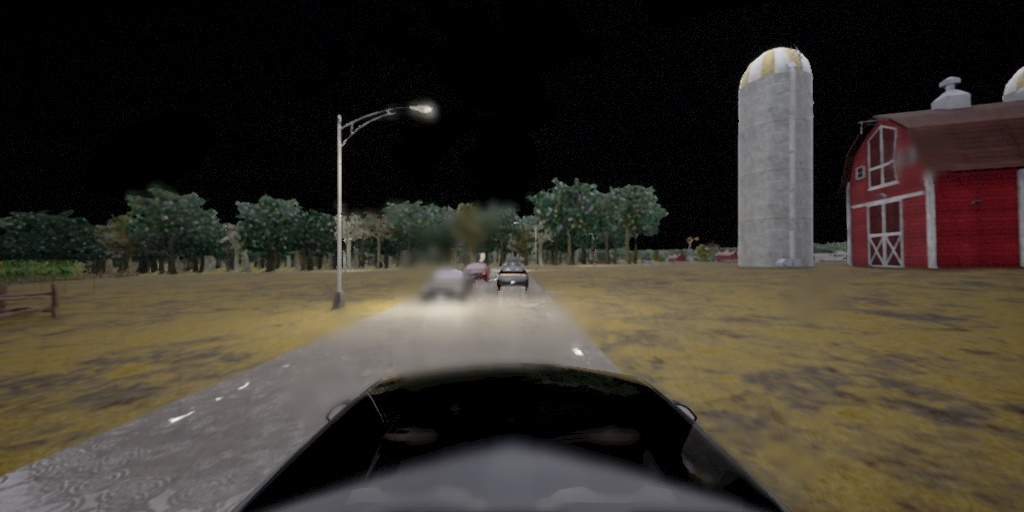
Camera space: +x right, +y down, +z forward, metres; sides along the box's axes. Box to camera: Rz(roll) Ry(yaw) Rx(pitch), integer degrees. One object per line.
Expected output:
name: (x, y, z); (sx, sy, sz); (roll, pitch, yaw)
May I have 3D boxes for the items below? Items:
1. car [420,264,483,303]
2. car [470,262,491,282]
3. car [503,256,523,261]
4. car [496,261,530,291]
car: (-2.778, 1.290, 16.832); (2.033, 1.411, 5.357); (0, 0, 1)
car: (-2.784, 1.242, 29.122); (1.882, 1.535, 5.008); (0, 0, 0)
car: (0.104, 1.078, 43.817); (2.150, 2.045, 5.566); (0, -1, 0)
car: (0.066, 1.238, 22.064); (2.128, 1.511, 4.902); (0, 0, 0)
